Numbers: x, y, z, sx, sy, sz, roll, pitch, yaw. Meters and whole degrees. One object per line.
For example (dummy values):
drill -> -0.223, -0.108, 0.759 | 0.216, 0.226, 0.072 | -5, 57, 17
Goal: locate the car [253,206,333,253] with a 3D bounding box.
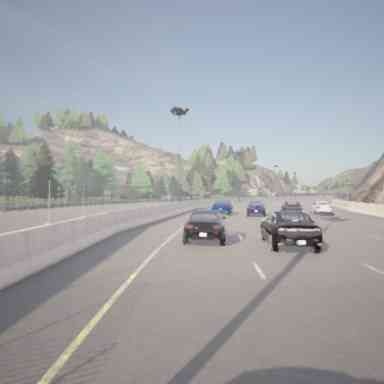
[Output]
car -> 4.045, 1.561, 14.092 | 2.128, 1.511, 4.902 | 0, 0, 5

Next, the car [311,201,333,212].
car -> 14.149, 1.727, 36.474 | 1.812, 1.442, 4.674 | 0, 0, 12

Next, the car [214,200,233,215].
car -> 3.423, 1.608, 36.422 | 1.882, 1.535, 5.008 | 0, 0, 11

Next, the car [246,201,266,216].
car -> 6.619, 1.671, 34.371 | 1.812, 1.442, 4.674 | 0, 0, 11

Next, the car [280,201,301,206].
car -> 10.056, 1.658, 33.654 | 2.128, 1.511, 4.902 | 0, 0, 11

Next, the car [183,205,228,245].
car -> 0.665, 1.577, 15.828 | 1.812, 1.442, 4.674 | 0, 0, 5
